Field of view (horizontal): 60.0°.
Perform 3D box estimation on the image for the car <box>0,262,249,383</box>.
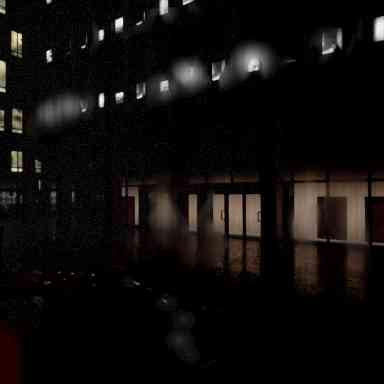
[{"bbox_3d":[-1.546,1.545,4.001,4.507,1.381,1.887,0,0,36],"label":"car"}]
